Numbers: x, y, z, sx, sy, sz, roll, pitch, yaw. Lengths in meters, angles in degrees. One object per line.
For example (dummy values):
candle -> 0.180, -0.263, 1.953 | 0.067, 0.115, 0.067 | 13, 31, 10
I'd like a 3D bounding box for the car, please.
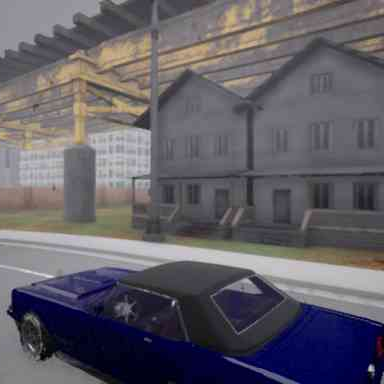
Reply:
car -> -0.329, 1.585, 4.203 | 4.718, 1.301, 1.895 | 0, 0, 35
